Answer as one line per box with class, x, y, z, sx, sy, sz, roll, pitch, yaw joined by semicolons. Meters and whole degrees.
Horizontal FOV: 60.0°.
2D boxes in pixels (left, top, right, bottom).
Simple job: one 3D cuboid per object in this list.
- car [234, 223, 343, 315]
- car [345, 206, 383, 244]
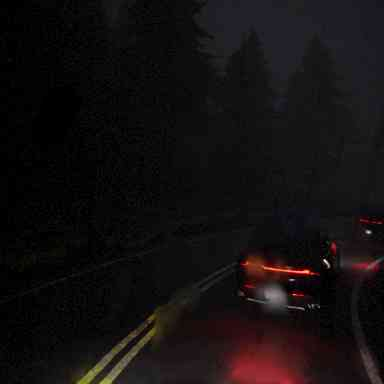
car;2.426;1.502;7.848;1.837;1.490;4.892;2;1;25
car;9.477;1.407;15.342;4.892;1.490;1.837;-1;5;-33
